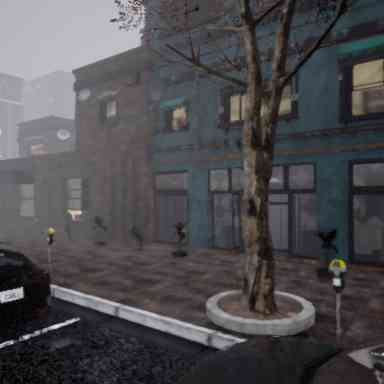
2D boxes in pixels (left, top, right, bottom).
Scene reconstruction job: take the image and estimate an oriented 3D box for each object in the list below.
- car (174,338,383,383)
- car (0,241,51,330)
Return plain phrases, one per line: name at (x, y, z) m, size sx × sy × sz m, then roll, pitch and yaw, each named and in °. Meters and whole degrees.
car at (1.772, 1.551, 1.744) m, size 4.403 × 1.369 × 2.008 m, roll 0°, pitch 0°, yaw 35°
car at (-4.355, 1.565, 6.148) m, size 4.313 × 1.339 × 1.947 m, roll 0°, pitch 0°, yaw 35°
